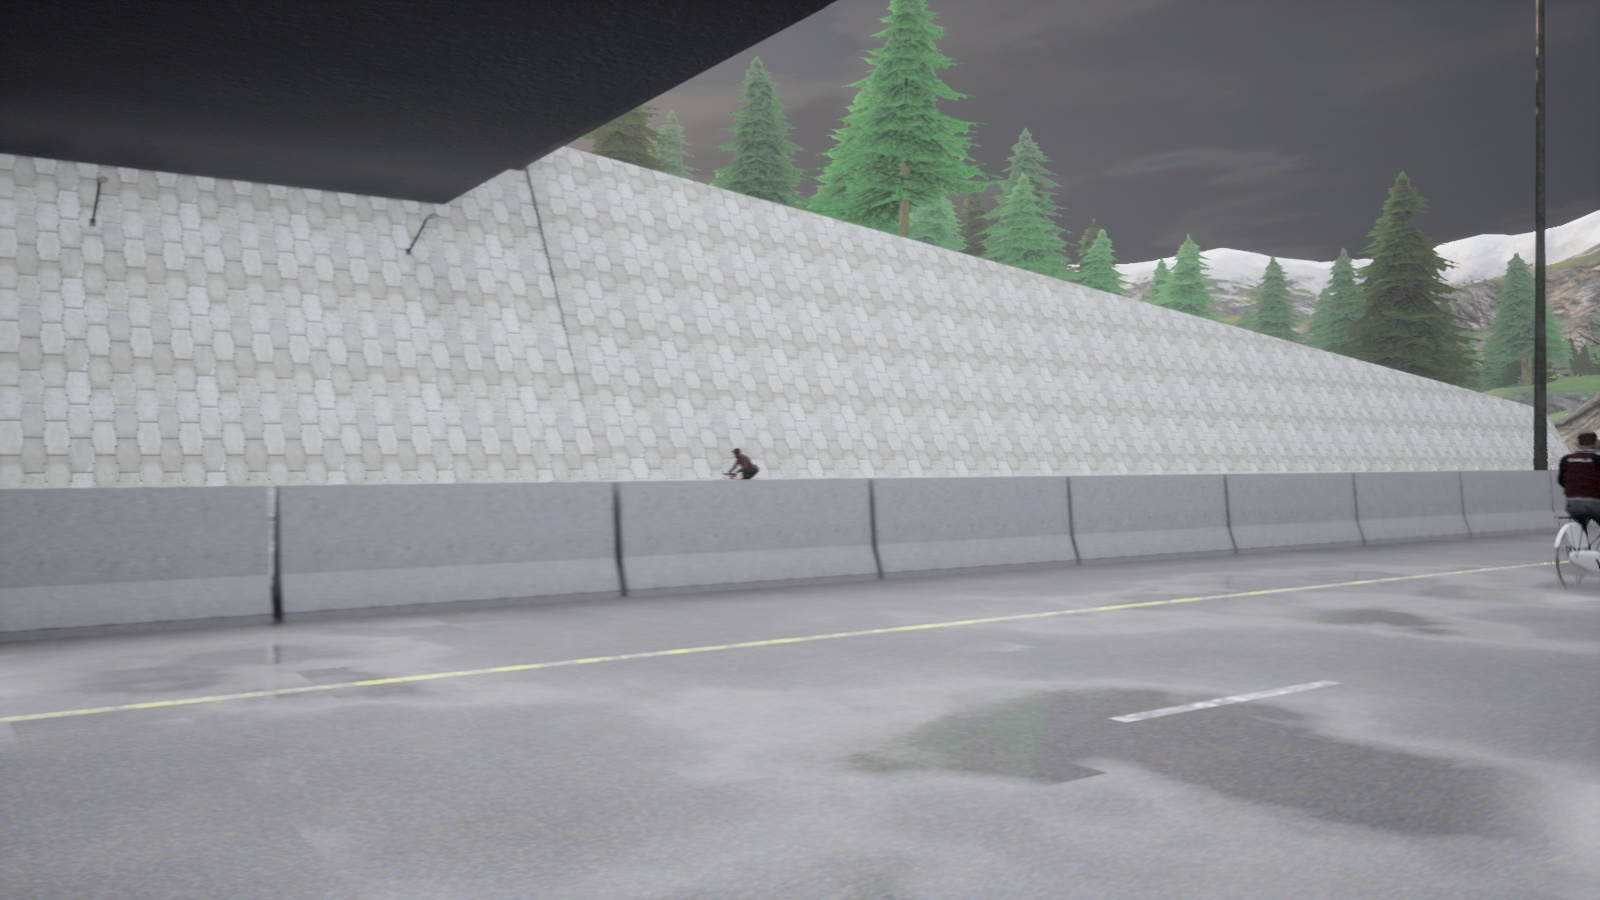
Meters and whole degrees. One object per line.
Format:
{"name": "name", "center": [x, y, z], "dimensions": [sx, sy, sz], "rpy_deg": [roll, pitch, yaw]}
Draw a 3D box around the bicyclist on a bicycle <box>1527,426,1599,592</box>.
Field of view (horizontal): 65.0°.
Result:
{"name": "bicyclist on a bicycle", "center": [9.033, 0.631, 14.209], "dimensions": [1.843, 1.776, 0.659], "rpy_deg": [0, 0, -35]}
